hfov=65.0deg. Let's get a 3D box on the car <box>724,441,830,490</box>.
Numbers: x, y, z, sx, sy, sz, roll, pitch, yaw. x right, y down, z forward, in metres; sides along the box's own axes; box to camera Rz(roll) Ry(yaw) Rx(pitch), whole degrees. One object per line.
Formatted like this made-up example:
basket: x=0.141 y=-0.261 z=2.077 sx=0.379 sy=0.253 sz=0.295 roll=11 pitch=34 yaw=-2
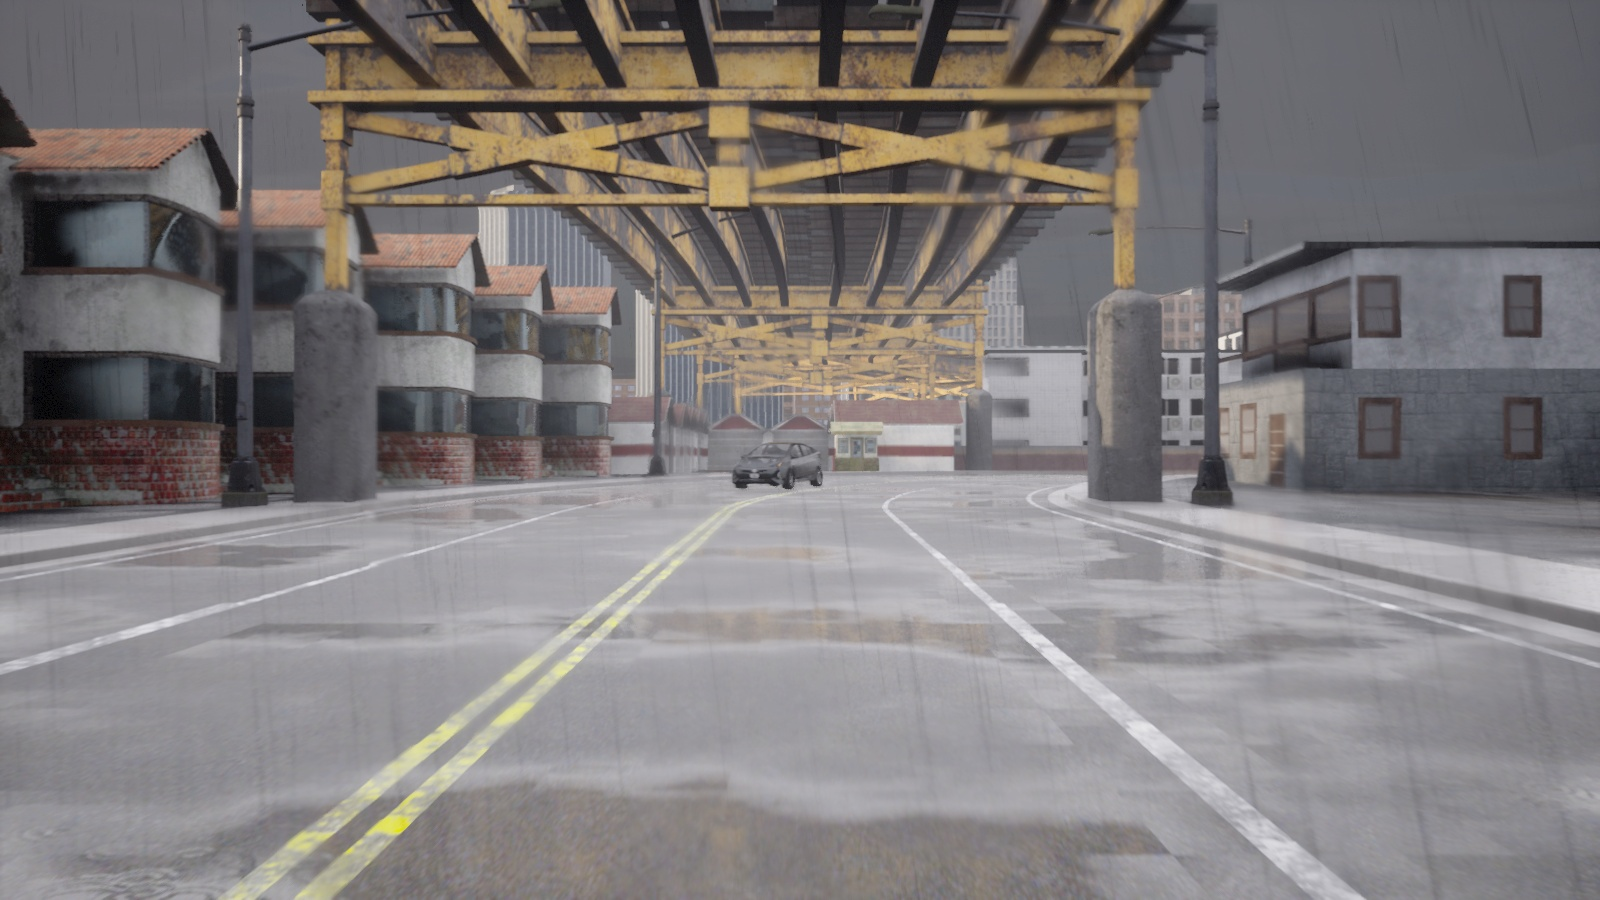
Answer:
car: x=-0.690 y=0.465 z=41.700 sx=2.007 sy=1.525 sz=4.514 roll=0 pitch=0 yaw=20
